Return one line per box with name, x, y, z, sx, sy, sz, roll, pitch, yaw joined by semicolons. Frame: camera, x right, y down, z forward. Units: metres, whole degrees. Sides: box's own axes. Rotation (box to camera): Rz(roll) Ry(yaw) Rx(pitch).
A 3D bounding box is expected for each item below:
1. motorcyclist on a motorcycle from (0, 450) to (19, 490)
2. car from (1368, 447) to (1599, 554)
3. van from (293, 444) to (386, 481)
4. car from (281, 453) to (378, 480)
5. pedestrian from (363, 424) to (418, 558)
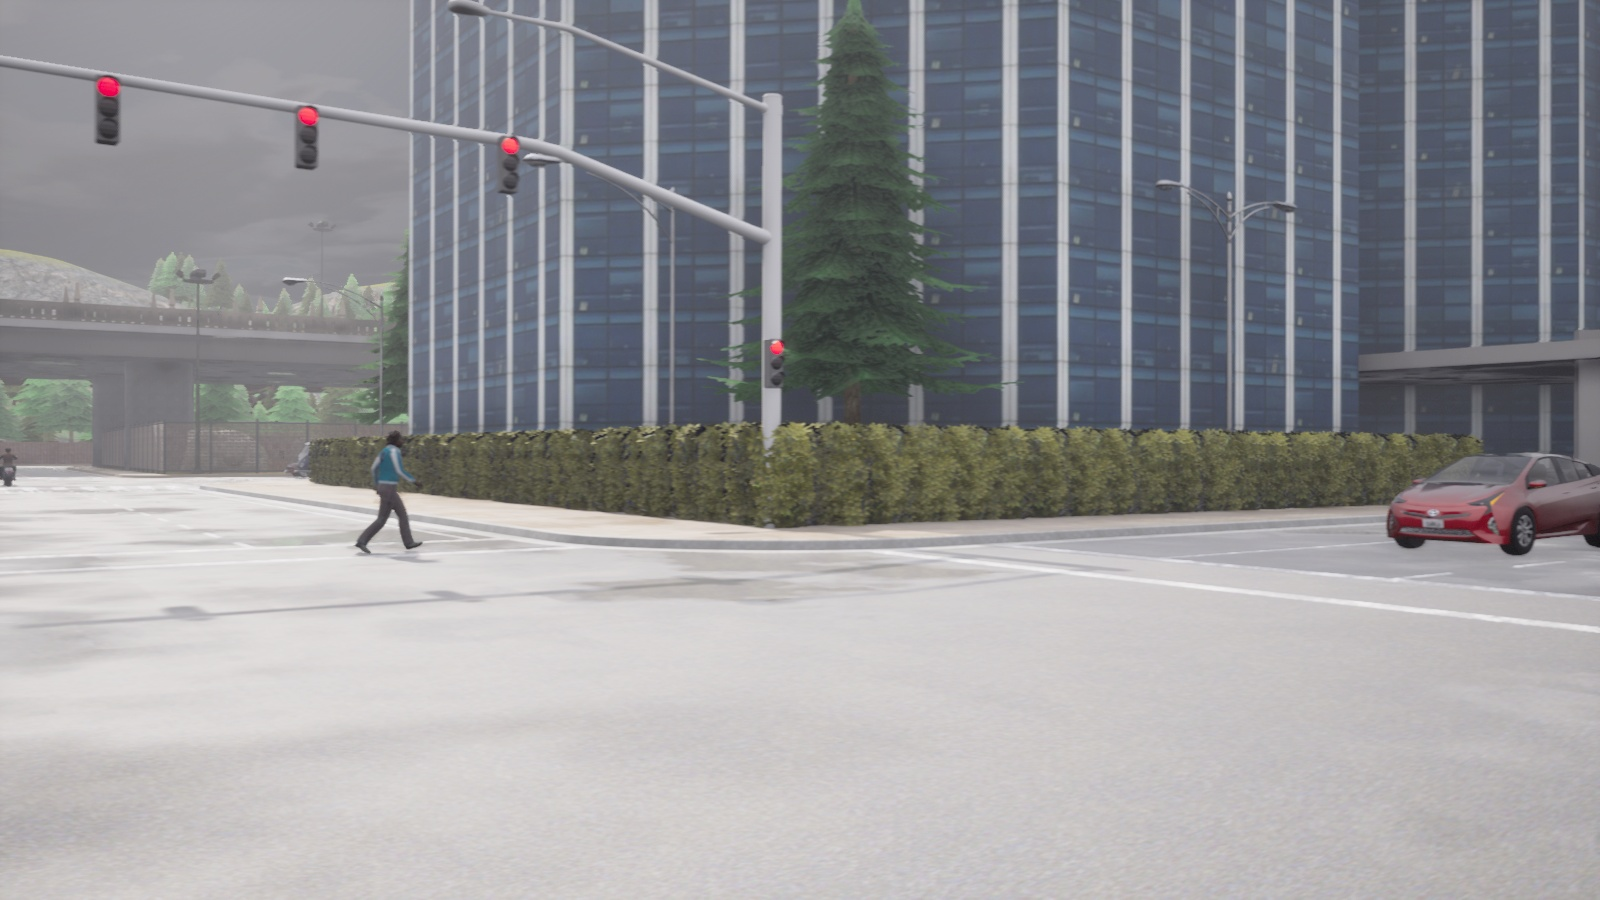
motorcyclist on a motorcycle;-33.359;0.847;52.822;0.766;1.649;2.350;0;0;-34
car;11.275;0.717;20.034;4.514;1.525;2.007;0;0;-35
van;-25.063;0.663;68.417;4.442;1.987;1.775;0;0;-34
car;-26.760;0.921;71.496;4.792;1.488;2.163;0;0;-34
pedestrian;-5.998;0.595;18.407;0.692;1.930;0.396;0;0;-32
